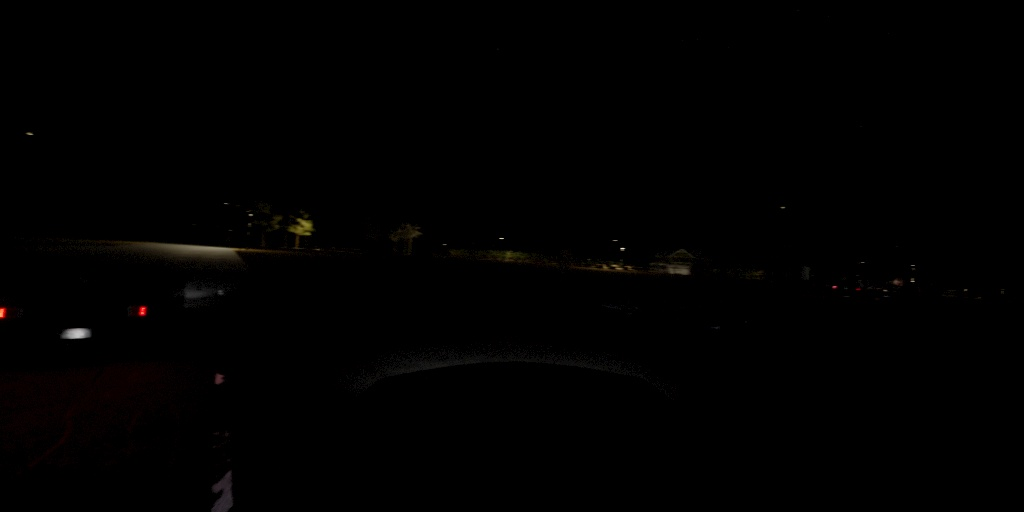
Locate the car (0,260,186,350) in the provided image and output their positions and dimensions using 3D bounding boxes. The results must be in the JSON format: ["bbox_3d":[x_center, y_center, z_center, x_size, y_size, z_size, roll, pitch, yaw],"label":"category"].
[{"bbox_3d":[-7.641,0.738,6.906,1.895,1.301,4.718,6,-1,-39],"label":"car"}]

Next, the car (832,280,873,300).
[{"bbox_3d":[32.308,3.117,34.222,4.553,1.767,2.097,4,0,-39],"label":"car"}]

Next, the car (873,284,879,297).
[{"bbox_3d":[40.528,3.838,41.026,4.902,1.511,2.128,4,0,-39],"label":"car"}]
